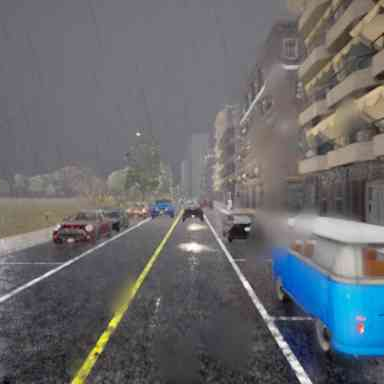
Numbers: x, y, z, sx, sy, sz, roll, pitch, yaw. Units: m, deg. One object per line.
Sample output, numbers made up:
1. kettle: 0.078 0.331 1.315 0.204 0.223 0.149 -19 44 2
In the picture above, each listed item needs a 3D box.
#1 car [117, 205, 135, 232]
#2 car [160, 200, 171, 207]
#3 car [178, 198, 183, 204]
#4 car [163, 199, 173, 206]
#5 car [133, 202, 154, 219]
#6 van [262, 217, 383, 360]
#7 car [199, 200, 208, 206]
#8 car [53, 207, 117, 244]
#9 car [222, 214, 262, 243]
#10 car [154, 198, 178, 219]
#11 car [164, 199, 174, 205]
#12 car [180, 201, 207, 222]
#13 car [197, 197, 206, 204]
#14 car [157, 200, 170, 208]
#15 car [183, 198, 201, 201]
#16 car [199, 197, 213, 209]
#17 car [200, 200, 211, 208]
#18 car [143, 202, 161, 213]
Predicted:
1. car: -5.313 1.807 22.230 1.947 1.339 4.313 1 -1 0
2. car: -5.325 2.319 67.459 1.802 1.307 4.206 1 -1 0
3. car: -2.769 2.133 74.729 2.128 1.511 4.902 0 -1 0
4. car: -5.326 2.345 73.113 1.887 1.381 4.507 1 -1 0
5. car: -5.314 1.804 33.539 1.967 1.590 4.097 1 -1 0
6. van: 2.574 1.406 5.876 1.690 1.788 3.998 1 -1 0
7. car: 2.554 2.374 73.801 1.947 1.339 4.313 1 -1 0
8. car: -5.310 1.620 16.577 1.967 1.590 4.097 1 -1 0
9. car: 2.569 1.753 17.194 1.947 1.339 4.313 1 -1 0
10. car: -2.857 1.591 34.095 2.150 2.045 5.566 0 -1 0
11. car: -5.327 2.415 78.766 2.008 1.369 4.403 1 -1 0
12. car: 0.087 1.829 30.186 1.837 1.490 4.892 0 -2 0
13. car: 2.553 2.314 90.785 2.192 1.841 5.009 1 -1 0
14. car: -5.323 2.225 61.805 2.008 1.369 4.403 1 -1 0
15. car: 0.010 1.951 45.597 1.801 1.575 5.366 0 -1 0
16. car: 2.561 1.934 56.822 2.192 1.841 5.009 1 -1 0
17. car: 2.557 2.227 62.480 1.887 1.381 4.507 1 -1 0
18. car: -5.318 2.032 44.844 1.887 1.381 4.507 1 -1 0
